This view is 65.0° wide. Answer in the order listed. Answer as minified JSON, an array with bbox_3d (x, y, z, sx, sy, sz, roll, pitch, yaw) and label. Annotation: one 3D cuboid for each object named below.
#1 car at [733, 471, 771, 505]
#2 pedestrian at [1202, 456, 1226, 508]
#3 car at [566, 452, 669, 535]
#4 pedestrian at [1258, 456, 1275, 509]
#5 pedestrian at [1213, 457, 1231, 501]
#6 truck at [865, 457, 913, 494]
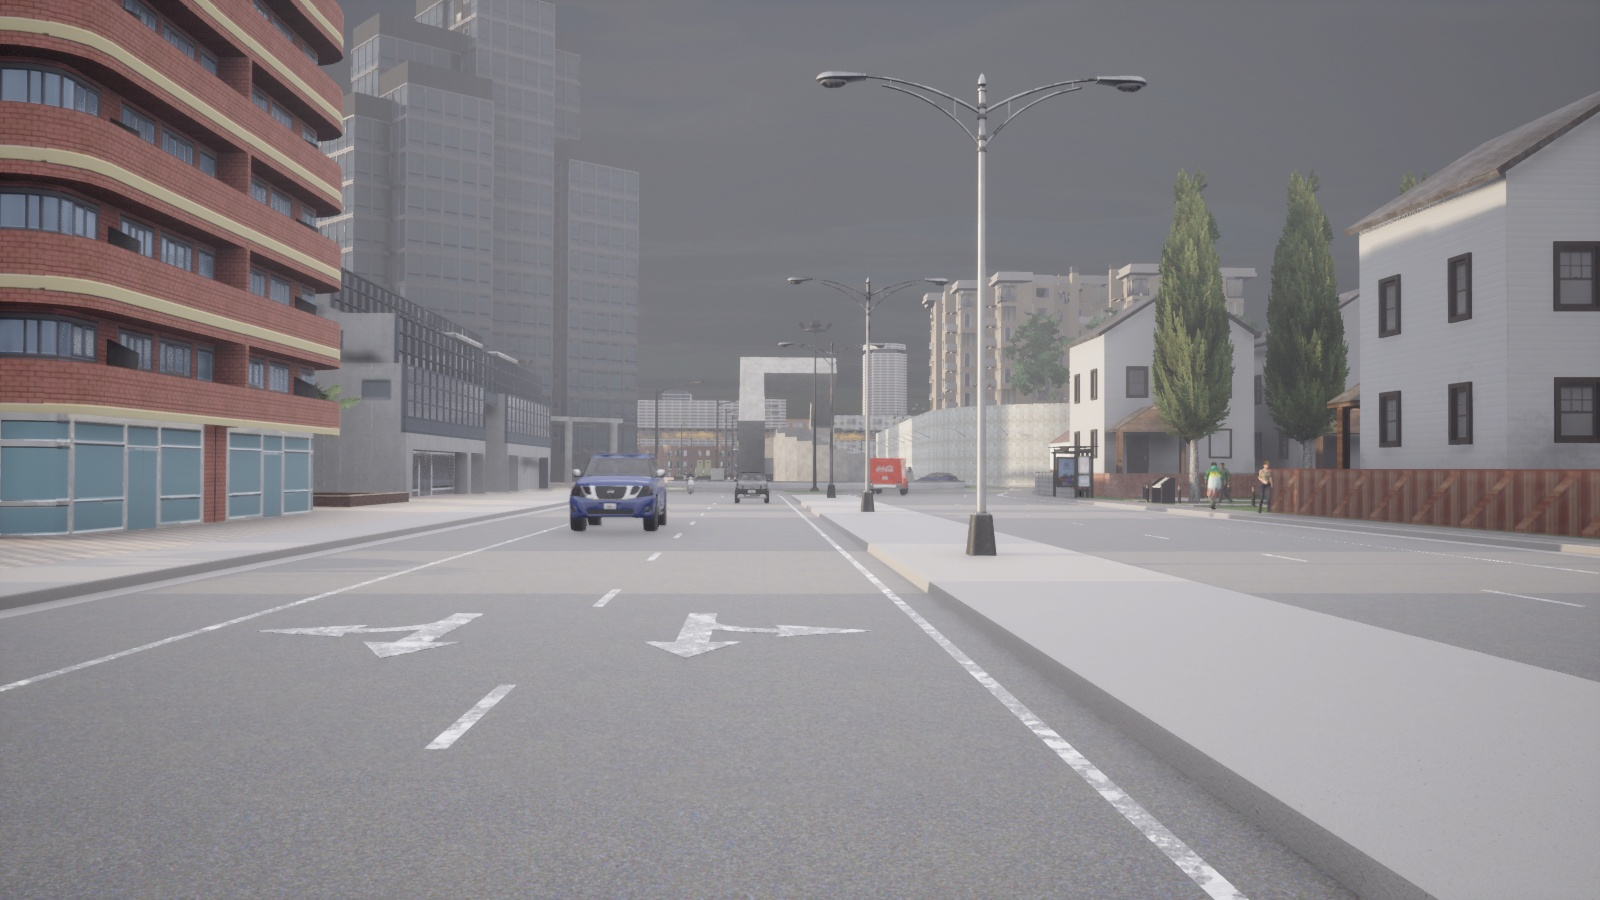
[{"bbox_3d":[-2.315,1.823,60.953,1.789,1.549,3.705,0,-1,-2],"label":"car"},{"bbox_3d":[15.673,1.202,47.539,0.659,1.952,0.873,0,-1,4],"label":"pedestrian"},{"bbox_3d":[-4.782,1.117,33.677,2.150,2.045,5.566,0,-1,-2],"label":"car"},{"bbox_3d":[16.209,1.136,43.626,0.345,1.836,0.594,0,-1,-2],"label":"pedestrian"},{"bbox_3d":[17.860,1.238,53.147,0.614,1.847,0.353,0,-1,-20],"label":"pedestrian"},{"bbox_3d":[6.109,1.730,85.159,2.627,2.467,5.204,-1,-1,11],"label":"truck"}]
